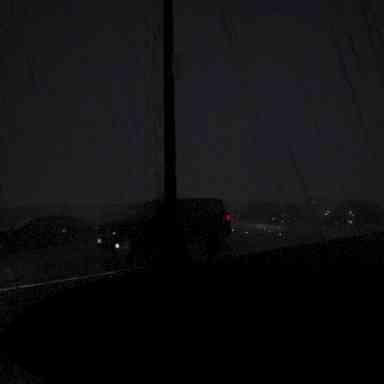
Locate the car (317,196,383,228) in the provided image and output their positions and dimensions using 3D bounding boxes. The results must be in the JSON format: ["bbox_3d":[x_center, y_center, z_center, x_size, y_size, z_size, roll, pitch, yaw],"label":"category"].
[{"bbox_3d":[10.567,1.301,21.613,4.553,1.767,2.097,0,0,-37],"label":"car"}]

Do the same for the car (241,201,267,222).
[{"bbox_3d":[5.382,1.535,26.469,4.892,1.490,1.837,-1,0,-37],"label":"car"}]

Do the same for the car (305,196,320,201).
[{"bbox_3d":[16.220,1.312,43.344,4.553,1.767,2.097,-1,0,-37],"label":"car"}]

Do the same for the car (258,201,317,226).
[{"bbox_3d":[6.999,1.562,23.303,4.181,1.385,1.994,-1,0,-37],"label":"car"}]

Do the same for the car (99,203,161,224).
[{"bbox_3d":[-5.074,1.688,27.345,4.674,1.442,1.812,-1,0,-37],"label":"car"}]

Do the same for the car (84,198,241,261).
[{"bbox_3d":[-0.948,1.279,12.922,5.566,2.045,2.150,-1,0,-37],"label":"car"}]

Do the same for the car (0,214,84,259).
[{"bbox_3d":[-6.100,1.648,13.404,4.674,1.442,1.812,0,0,-37],"label":"car"}]
